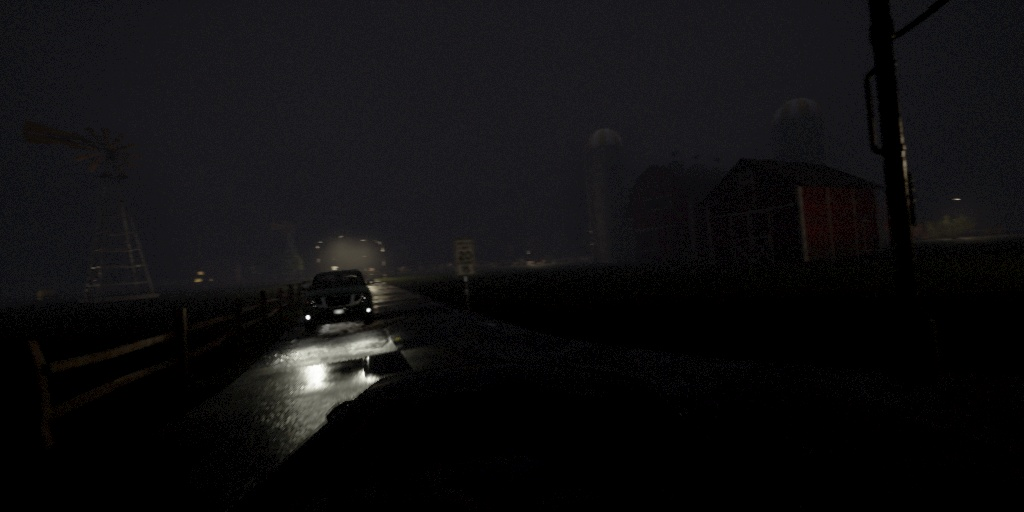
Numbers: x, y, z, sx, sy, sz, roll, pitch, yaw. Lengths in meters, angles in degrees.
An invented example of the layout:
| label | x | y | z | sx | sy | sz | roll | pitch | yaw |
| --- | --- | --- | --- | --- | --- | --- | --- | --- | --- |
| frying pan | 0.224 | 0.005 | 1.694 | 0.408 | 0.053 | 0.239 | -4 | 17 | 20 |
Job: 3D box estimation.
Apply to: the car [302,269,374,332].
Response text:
| label | x | y | z | sx | sy | sz | roll | pitch | yaw |
| --- | --- | --- | --- | --- | --- | --- | --- | --- | --- |
| car | -6.817 | 1.571 | 14.266 | 2.150 | 2.045 | 5.566 | -4 | 0 | -24 |
